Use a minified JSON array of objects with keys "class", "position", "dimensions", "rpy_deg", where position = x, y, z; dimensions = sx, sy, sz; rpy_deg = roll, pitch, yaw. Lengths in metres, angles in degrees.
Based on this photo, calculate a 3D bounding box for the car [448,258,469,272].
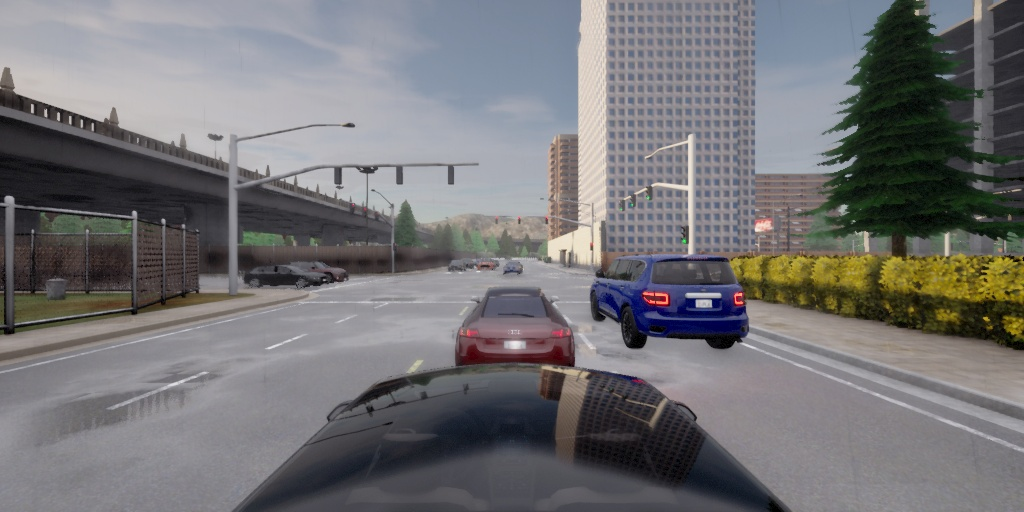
[{"class":"car","position":[-7.103,1.255,46.656],"dimensions":[1.837,1.490,4.892],"rpy_deg":[0,0,0]}]

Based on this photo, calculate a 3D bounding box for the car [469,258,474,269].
[{"class":"car","position":[-7.101,1.102,55.540],"dimensions":[2.097,1.767,4.553],"rpy_deg":[0,0,0]}]

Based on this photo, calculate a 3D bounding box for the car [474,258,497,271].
[{"class":"car","position":[-3.598,1.102,49.800],"dimensions":[2.097,1.767,4.553],"rpy_deg":[0,0,0]}]

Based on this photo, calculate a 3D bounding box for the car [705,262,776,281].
[{"class":"car","position":[19.301,1.310,30.438],"dimensions":[4.892,1.490,1.837],"rpy_deg":[0,0,0]}]

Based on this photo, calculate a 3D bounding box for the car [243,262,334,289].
[{"class":"car","position":[-14.543,1.309,23.158],"dimensions":[4.892,1.490,1.837],"rpy_deg":[0,0,0]}]

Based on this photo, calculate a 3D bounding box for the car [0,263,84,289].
[{"class":"car","position":[-31.528,1.297,23.121],"dimensions":[4.902,1.511,2.128],"rpy_deg":[0,0,0]}]

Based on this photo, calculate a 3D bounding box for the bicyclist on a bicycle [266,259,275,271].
[{"class":"bicyclist on a bicycle","position":[-25.306,1.106,37.617],"dimensions":[0.582,1.620,1.656],"rpy_deg":[0,0,0]}]

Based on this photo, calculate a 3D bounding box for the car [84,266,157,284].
[{"class":"car","position":[-29.479,1.406,26.625],"dimensions":[4.718,1.301,1.895],"rpy_deg":[0,0,0]}]

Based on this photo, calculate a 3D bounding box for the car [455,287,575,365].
[{"class":"car","position":[0.062,1.314,7.430],"dimensions":[1.994,1.385,4.181],"rpy_deg":[0,0,0]}]

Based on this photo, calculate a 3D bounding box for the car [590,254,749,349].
[{"class":"car","position":[3.567,0.971,9.297],"dimensions":[2.150,2.045,5.566],"rpy_deg":[0,0,1]}]

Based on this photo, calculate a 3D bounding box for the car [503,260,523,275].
[{"class":"car","position":[0.130,1.305,39.659],"dimensions":[2.033,1.411,5.357],"rpy_deg":[0,0,5]}]

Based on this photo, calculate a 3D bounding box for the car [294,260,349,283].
[{"class":"car","position":[-14.665,1.154,26.660],"dimensions":[4.553,1.767,2.097],"rpy_deg":[0,0,0]}]

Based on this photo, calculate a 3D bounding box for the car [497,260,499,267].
[{"class":"car","position":[-3.595,1.241,58.872],"dimensions":[2.128,1.511,4.902],"rpy_deg":[0,0,0]}]
